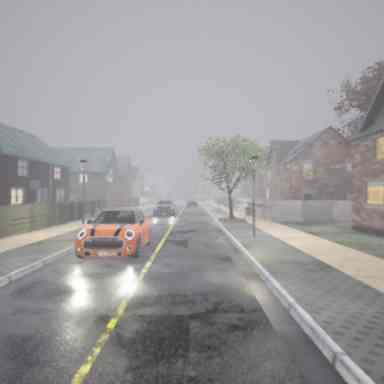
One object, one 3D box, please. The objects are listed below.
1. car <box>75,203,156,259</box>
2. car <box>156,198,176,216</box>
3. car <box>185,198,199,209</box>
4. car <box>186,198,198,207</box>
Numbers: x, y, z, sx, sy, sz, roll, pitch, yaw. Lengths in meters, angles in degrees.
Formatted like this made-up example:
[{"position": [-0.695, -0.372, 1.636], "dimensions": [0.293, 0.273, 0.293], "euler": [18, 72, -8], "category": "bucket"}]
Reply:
[{"position": [-2.823, 1.404, 12.811], "dimensions": [2.097, 1.767, 4.553], "euler": [0, -1, 0], "category": "car"}, {"position": [-2.746, 1.540, 34.458], "dimensions": [2.097, 1.767, 4.553], "euler": [0, 0, 0], "category": "car"}, {"position": [0.006, 1.843, 53.216], "dimensions": [2.128, 1.511, 4.902], "euler": [0, -1, 0], "category": "car"}, {"position": [0.005, 1.950, 63.466], "dimensions": [2.128, 1.511, 4.902], "euler": [0, -1, 0], "category": "car"}]
